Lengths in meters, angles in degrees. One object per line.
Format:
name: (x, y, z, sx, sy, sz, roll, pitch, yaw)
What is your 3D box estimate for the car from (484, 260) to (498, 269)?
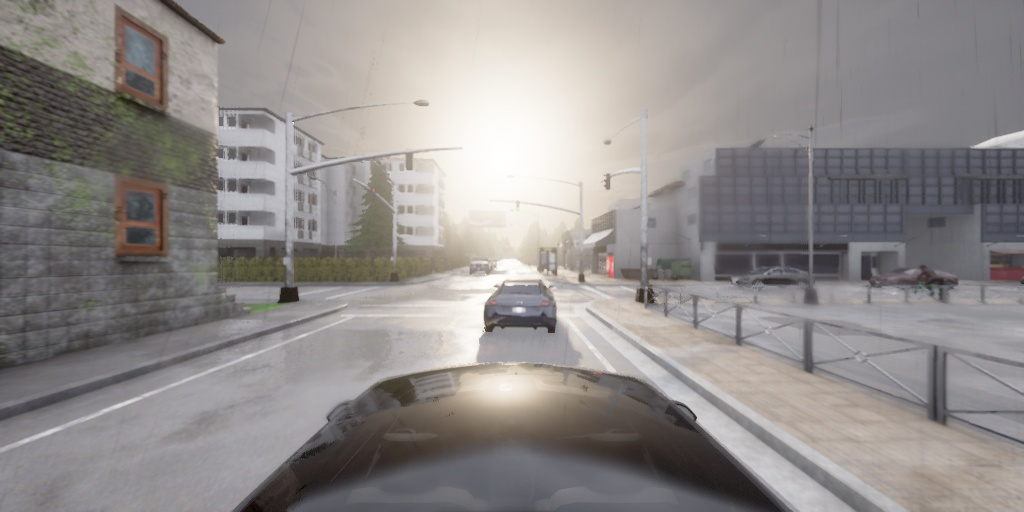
car: (-3.527, 1.364, 61.644, 2.033, 1.411, 5.357, 0, 0, 1)

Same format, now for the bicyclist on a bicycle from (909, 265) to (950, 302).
bicyclist on a bicycle: (18.715, 1.243, 16.148, 0.582, 1.620, 1.656, 0, 0, 0)

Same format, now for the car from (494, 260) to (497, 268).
car: (-3.584, 1.406, 51.065, 1.895, 1.301, 4.718, 0, 0, 0)

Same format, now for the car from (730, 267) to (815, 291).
car: (17.068, 1.442, 23.627, 4.902, 1.511, 2.128, 0, 0, 0)

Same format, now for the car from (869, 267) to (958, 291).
car: (26.434, 1.476, 23.645, 4.674, 1.442, 1.812, 0, 0, 0)

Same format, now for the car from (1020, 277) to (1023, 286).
car: (36.744, 1.476, 23.653, 4.674, 1.442, 1.812, 0, 0, 0)

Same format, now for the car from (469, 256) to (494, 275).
car: (-3.596, 1.016, 41.173, 2.150, 2.045, 5.566, 0, 0, 0)

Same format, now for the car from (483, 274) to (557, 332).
car: (0.348, 1.324, 10.980, 1.994, 1.385, 4.181, 0, 0, 5)
